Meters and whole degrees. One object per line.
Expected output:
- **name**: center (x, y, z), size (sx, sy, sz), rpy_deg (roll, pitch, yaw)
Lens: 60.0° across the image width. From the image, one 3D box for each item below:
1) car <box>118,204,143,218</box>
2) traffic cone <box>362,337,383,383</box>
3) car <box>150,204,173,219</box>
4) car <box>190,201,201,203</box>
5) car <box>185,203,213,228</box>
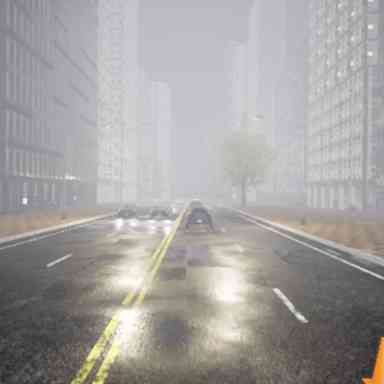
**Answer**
- **car**: center (-6.191, 1.852, 33.787), size (1.895, 1.301, 4.718), rpy_deg (0, -1, 0)
- **traffic cone**: center (2.253, 2.011, 3.917), size (0.340, 0.580, 0.340), rpy_deg (0, -1, 0)
- **car**: center (-2.943, 1.867, 32.440), size (1.895, 1.301, 4.718), rpy_deg (0, -1, 0)
- **car**: center (0.506, 1.881, 44.382), size (1.882, 1.535, 5.008), rpy_deg (0, -1, 0)
- **car**: center (0.496, 1.745, 23.913), size (1.812, 1.442, 4.674), rpy_deg (0, -1, 0)
